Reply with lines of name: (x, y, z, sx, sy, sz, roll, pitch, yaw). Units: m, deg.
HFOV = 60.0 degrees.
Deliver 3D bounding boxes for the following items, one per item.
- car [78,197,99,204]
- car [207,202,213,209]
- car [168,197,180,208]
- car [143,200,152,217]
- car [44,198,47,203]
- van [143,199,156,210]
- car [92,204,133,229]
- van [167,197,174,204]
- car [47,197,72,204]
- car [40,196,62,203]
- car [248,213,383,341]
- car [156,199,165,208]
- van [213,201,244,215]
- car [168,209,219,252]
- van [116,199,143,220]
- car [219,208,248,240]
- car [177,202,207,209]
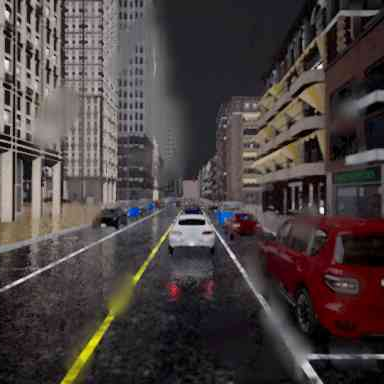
car: (-21.141, 1.732, 68.180, 4.097, 1.590, 1.967, 1, -2, 0)
car: (2.684, 1.938, 40.452, 2.008, 1.369, 4.403, 0, -1, 0)
car: (-3.013, 2.079, 60.446, 2.128, 1.511, 4.902, 0, -1, 0)
car: (-5.696, 1.883, 34.803, 2.008, 1.369, 4.403, 0, -1, 0)
car: (-32.287, 1.393, 68.159, 5.009, 1.841, 2.192, 1, -2, 0)
van: (-5.697, 1.729, 40.453, 1.690, 1.788, 3.998, 0, -1, 0)
car: (-5.694, 1.789, 23.506, 1.947, 1.339, 4.313, 0, -1, 0)
van: (-5.704, 2.228, 89.871, 1.690, 1.788, 3.998, 0, -1, 0)
car: (-26.718, 1.767, 68.163, 4.206, 1.307, 1.802, 1, -2, 0)
car: (-32.374, 1.729, 76.531, 4.206, 1.307, 1.802, 1, -2, 0)
car: (2.689, 1.377, 6.564, 2.192, 1.841, 5.009, 0, -1, 0)
car: (-5.700, 1.996, 57.397, 1.967, 1.590, 4.097, 0, -1, 0)
van: (2.686, 1.564, 23.509, 1.690, 1.788, 3.998, 0, -1, 0)
car: (0.003, 1.662, 14.383, 1.812, 1.442, 4.674, 0, 0, 0)
van: (-5.695, 1.618, 29.156, 1.690, 1.788, 3.998, 0, -1, 0)
car: (2.687, 1.751, 17.858, 1.802, 1.307, 4.206, 0, -1, 0)
car: (0.000, 1.843, 29.274, 1.994, 1.385, 4.181, 0, -1, 0)
